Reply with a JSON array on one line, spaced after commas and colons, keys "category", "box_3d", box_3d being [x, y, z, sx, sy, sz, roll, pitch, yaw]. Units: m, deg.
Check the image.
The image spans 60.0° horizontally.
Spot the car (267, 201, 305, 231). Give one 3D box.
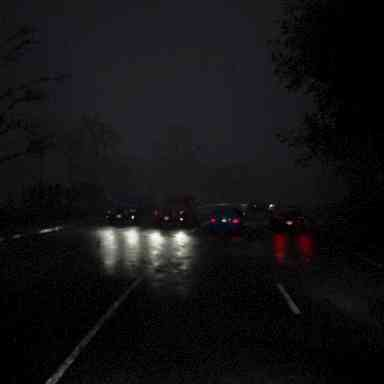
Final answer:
[{"category": "car", "box_3d": [5.940, 1.563, 20.975, 1.812, 1.442, 4.674, 0, 0, 11]}]

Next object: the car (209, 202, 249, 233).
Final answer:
[{"category": "car", "box_3d": [2.171, 1.570, 20.068, 2.033, 1.411, 5.357, 0, 0, 11]}]

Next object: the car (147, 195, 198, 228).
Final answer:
[{"category": "car", "box_3d": [-1.006, 1.234, 22.945, 2.150, 2.045, 5.566, 0, 0, 12]}]

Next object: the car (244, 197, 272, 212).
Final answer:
[{"category": "car", "box_3d": [8.073, 1.623, 40.438, 1.994, 1.385, 4.181, 0, 0, 21]}]

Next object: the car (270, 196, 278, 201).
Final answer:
[{"category": "car", "box_3d": [14.397, 1.571, 61.335, 1.882, 1.535, 5.008, 0, 0, 32]}]

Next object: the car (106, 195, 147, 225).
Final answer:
[{"category": "car", "box_3d": [-4.237, 1.223, 24.576, 2.150, 2.045, 5.566, 0, 0, 12]}]

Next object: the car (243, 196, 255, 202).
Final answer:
[{"category": "car", "box_3d": [11.210, 1.579, 62.856, 1.837, 1.490, 4.892, 0, 0, 32]}]
